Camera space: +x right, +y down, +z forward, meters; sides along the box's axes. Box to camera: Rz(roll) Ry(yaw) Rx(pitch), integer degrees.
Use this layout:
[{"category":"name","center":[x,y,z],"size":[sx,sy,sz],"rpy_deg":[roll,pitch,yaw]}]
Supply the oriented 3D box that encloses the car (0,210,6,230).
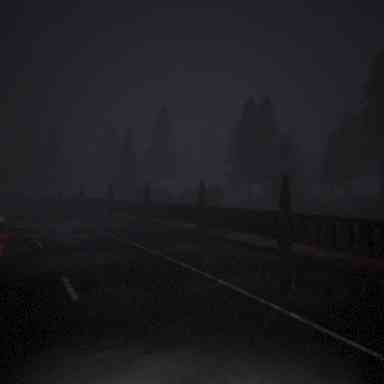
[{"category":"car","center":[-12.065,1.432,19.189],"size":[1.895,1.301,4.718],"rpy_deg":[1,0,-35]}]
